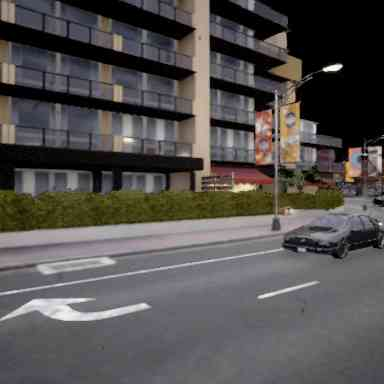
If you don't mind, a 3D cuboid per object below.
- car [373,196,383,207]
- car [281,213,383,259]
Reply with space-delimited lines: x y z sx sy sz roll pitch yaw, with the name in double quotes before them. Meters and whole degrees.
"car" 27.453 1.343 47.384 2.128 1.511 4.902 0 0 10
"car" 5.693 1.512 12.662 5.357 1.411 2.033 0 0 -39
